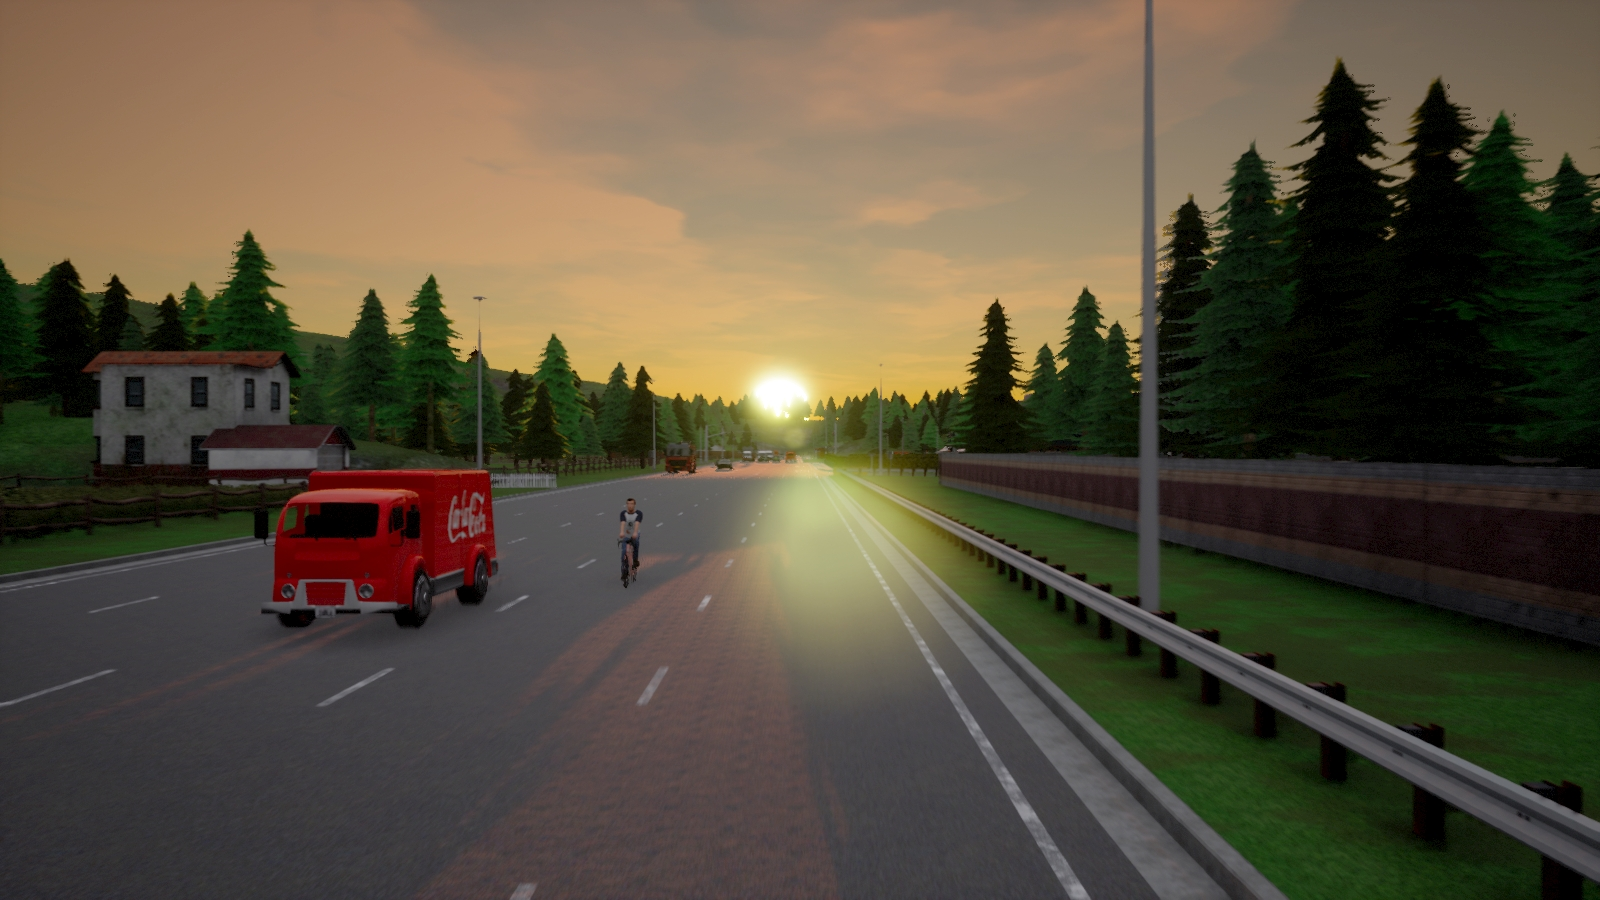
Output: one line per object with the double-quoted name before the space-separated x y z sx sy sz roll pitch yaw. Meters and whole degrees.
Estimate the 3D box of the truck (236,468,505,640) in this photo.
"truck" -6.997 1.570 19.440 2.627 2.467 5.204 0 0 0

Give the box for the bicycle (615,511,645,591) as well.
"bicycle" -3.499 2.056 23.529 0.373 1.496 1.643 0 0 0
